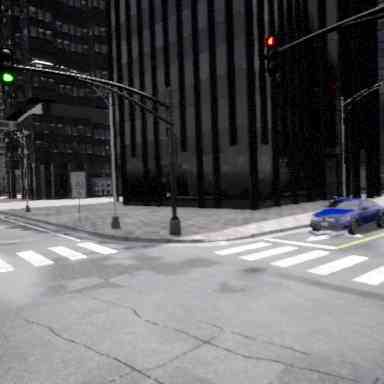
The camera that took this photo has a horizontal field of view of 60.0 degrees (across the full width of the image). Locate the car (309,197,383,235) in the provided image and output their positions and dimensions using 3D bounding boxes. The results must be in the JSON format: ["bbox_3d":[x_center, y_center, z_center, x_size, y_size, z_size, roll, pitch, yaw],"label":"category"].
[{"bbox_3d":[7.219,0.989,15.178,4.674,1.442,1.812,-3,1,-40],"label":"car"}]
